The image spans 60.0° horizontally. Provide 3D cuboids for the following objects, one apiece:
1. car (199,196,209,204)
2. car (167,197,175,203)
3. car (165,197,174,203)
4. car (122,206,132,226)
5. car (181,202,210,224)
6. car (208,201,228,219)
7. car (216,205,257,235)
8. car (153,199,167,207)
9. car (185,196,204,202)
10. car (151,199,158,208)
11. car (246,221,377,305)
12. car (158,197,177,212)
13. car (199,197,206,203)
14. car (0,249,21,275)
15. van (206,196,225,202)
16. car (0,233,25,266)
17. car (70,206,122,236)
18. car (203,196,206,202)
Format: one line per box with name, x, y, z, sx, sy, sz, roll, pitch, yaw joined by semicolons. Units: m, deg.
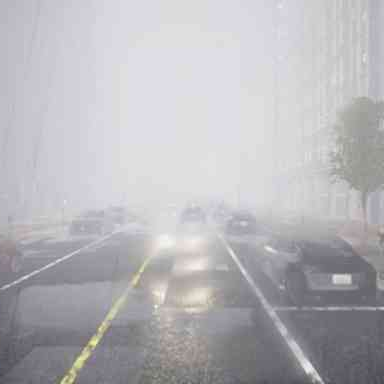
car;2.788;1.748;76.371;2.192;1.841;5.009;0;0;0
car;-5.580;2.054;87.776;1.947;1.339;4.313;0;0;0
car;-5.587;2.012;82.084;2.008;1.369;4.403;0;0;0
car;-5.657;1.723;25.159;1.947;1.339;4.313;0;0;0
car;0.132;1.731;26.765;1.994;1.385;4.181;0;0;0
car;2.731;1.757;30.832;1.947;1.339;4.313;0;0;0
car;2.717;1.689;19.448;1.947;1.339;4.313;0;0;0
car;-5.615;1.897;59.315;2.008;1.369;4.403;0;0;0
car;0.143;1.614;43.346;2.097;1.767;4.553;0;0;0
car;-5.622;1.841;53.452;1.752;1.417;4.829;0;0;0
car;2.702;1.618;8.064;1.947;1.339;4.313;0;0;0
car;-3.035;1.791;44.007;1.812;1.442;4.674;0;0;0
car;2.801;2.014;87.923;1.752;1.417;4.829;0;0;0
car;-3.099;1.489;1.630;1.882;1.535;5.008;0;0;0
van;2.738;1.565;36.527;1.690;1.788;3.998;0;0;0
car;-5.678;1.634;8.082;1.802;1.307;4.206;0;0;0
car;-5.664;1.668;19.466;1.887;1.381;4.507;0;0;0
car;2.745;1.696;42.217;1.967;1.590;4.097;0;0;0
